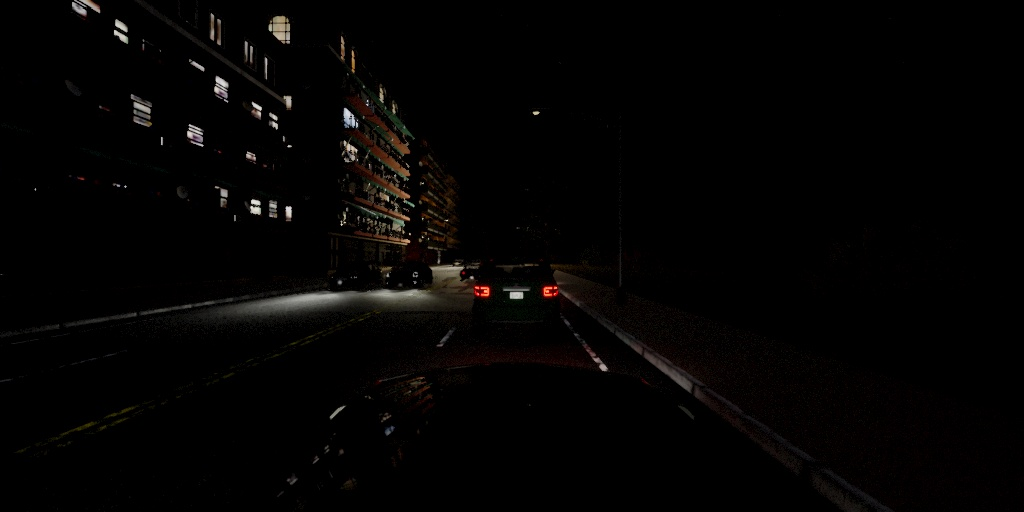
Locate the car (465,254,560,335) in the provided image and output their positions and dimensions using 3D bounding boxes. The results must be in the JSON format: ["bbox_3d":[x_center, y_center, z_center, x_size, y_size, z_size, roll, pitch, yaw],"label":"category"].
[{"bbox_3d":[0.116,0.973,10.693,2.150,2.045,5.566,0,0,0],"label":"car"}]

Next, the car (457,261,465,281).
[{"bbox_3d":[-3.080,1.353,29.832,1.895,1.301,4.718,0,0,0],"label":"car"}]

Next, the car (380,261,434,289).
[{"bbox_3d":[-6.547,1.104,23.271,2.097,1.767,4.553,0,0,0],"label":"car"}]

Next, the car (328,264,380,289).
[{"bbox_3d":[-9.798,1.244,22.878,2.128,1.511,4.902,0,0,0],"label":"car"}]

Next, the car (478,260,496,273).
[{"bbox_3d":[-3.042,1.229,44.888,1.882,1.535,5.008,0,0,0],"label":"car"}]
